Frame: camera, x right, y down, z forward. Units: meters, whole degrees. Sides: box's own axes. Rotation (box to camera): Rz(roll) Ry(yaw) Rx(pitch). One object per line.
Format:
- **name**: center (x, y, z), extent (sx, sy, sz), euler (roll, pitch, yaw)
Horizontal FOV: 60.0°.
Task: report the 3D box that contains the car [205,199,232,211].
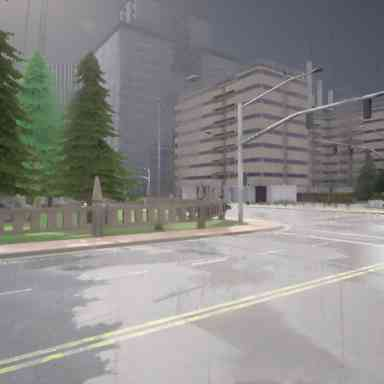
- **car**: center (2.409, 1.547, 39.594), extent (2.033, 1.411, 5.357), euler (0, 0, -35)
